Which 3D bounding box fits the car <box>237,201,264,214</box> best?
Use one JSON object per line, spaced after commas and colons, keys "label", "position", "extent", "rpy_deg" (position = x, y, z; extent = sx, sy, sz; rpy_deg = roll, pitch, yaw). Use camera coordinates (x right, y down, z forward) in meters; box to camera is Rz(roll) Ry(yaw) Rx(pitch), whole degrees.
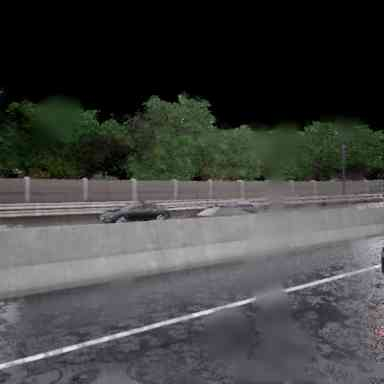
{"label": "car", "position": [2.882, 1.419, 23.094], "extent": [4.902, 1.511, 2.128], "rpy_deg": [-1, 0, -35]}

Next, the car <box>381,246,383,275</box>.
{"label": "car", "position": [6.678, 1.476, 8.437], "extent": [4.892, 1.490, 1.837], "rpy_deg": [0, 0, -35]}

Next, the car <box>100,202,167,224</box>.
{"label": "car", "position": [-3.805, 1.470, 22.703], "extent": [4.892, 1.490, 1.837], "rpy_deg": [0, 0, -35]}

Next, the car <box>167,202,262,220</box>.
{"label": "car", "position": [1.282, 1.486, 17.720], "extent": [4.674, 1.442, 1.812], "rpy_deg": [0, 0, -35]}
